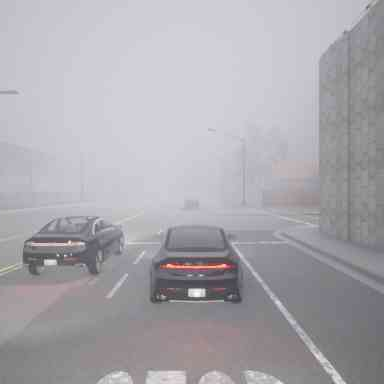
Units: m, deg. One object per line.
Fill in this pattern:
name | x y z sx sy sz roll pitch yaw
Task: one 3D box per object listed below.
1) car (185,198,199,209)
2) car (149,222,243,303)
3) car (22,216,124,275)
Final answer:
car | -0.022 1.491 44.190 2.128 1.511 4.902 0 0 0
car | 0.079 1.505 8.200 1.837 1.490 4.892 0 0 0
car | -3.429 1.491 10.468 2.128 1.511 4.902 0 0 0
